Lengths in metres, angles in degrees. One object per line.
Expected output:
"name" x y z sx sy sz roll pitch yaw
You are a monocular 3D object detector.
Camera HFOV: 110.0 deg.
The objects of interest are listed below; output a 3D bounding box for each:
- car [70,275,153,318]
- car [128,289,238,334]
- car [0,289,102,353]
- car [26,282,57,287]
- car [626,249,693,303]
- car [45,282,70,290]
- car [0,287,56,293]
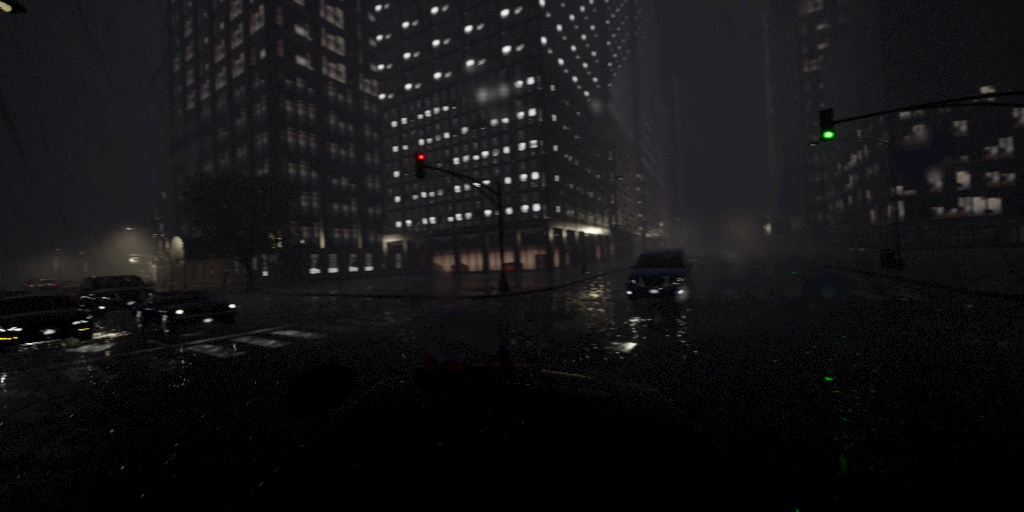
"car" -20.570 2.025 18.628 5.566 2.045 2.150 -3 -1 32
"car" -12.283 1.987 13.456 4.718 1.301 1.895 -3 -1 32
"car" -15.076 1.993 11.368 4.892 1.490 1.837 -3 -1 32
"car" -38.102 3.189 29.647 4.892 1.490 1.837 -2 0 32
"car" 6.443 0.777 15.381 2.150 2.045 5.566 -3 2 29
"car" -29.218 2.717 24.048 5.008 1.535 1.882 -3 -1 32
"car" -22.943 2.376 16.285 4.902 1.511 2.128 -3 -1 32
